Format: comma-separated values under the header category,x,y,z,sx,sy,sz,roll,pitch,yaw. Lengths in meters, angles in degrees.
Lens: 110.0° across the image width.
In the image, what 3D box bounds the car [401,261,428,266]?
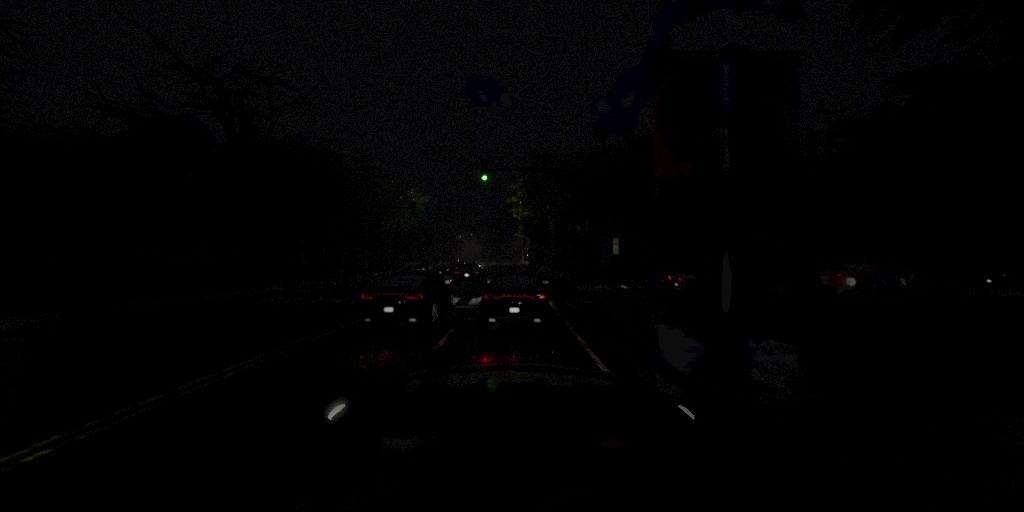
category,x,y,z,sx,sy,sz,roll,pitch,yaw
car,-9.851,1.261,35.581,1.812,1.442,4.674,0,0,-1

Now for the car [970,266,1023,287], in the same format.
category,x,y,z,sx,sy,sz,roll,pitch,yaw
car,33.059,1.294,23.198,4.718,1.301,1.895,0,0,0

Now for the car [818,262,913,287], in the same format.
category,x,y,z,sx,sy,sz,roll,pitch,yaw
car,22.755,1.180,23.217,5.008,1.535,1.882,0,0,0

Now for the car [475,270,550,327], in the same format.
category,x,y,z,sx,sy,sz,roll,pitch,yaw
car,0.180,1.221,11.621,1.882,1.535,5.008,0,0,3

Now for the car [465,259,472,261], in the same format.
category,x,y,z,sx,sy,sz,roll,pitch,yaw
car,-6.592,1.298,45.180,1.994,1.385,4.181,0,0,0

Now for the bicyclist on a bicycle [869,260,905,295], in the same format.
category,x,y,z,sx,sy,sz,roll,pitch,yaw
bicyclist on a bicycle,18.129,1.019,17.364,0.582,1.620,1.656,0,0,0

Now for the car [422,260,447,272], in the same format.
category,x,y,z,sx,sy,sz,roll,pitch,yaw
car,-9.835,1.226,45.689,2.128,1.511,4.902,0,0,0

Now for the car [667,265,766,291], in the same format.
category,x,y,z,sx,sy,sz,roll,pitch,yaw
car,11.541,1.322,20.374,4.718,1.301,1.895,0,0,1

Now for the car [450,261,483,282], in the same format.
category,x,y,z,sx,sy,sz,roll,pitch,yaw
car,-3.150,1.301,26.988,1.994,1.385,4.181,0,0,0

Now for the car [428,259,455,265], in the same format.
category,x,y,z,sx,sy,sz,roll,pitch,yaw
car,-6.599,1.261,35.320,1.812,1.442,4.674,0,0,0

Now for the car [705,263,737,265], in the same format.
category,x,y,z,sx,sy,sz,roll,pitch,yaw
car,13.186,1.206,23.230,4.902,1.511,2.128,0,0,0

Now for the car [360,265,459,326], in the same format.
category,x,y,z,sx,sy,sz,roll,pitch,yaw
car,-3.150,1.221,11.643,1.882,1.535,5.008,0,0,0
